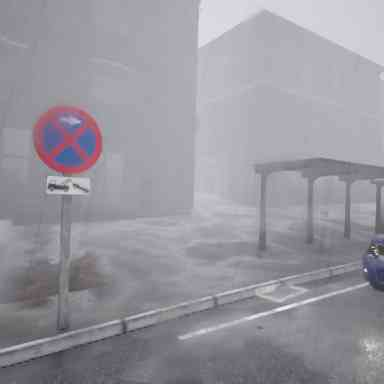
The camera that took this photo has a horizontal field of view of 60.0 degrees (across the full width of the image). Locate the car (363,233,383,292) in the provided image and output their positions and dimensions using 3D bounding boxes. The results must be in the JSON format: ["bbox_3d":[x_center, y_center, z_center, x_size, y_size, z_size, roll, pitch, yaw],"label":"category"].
[{"bbox_3d":[6.298,1.209,7.702,5.566,2.045,2.150,0,0,-34],"label":"car"}]
